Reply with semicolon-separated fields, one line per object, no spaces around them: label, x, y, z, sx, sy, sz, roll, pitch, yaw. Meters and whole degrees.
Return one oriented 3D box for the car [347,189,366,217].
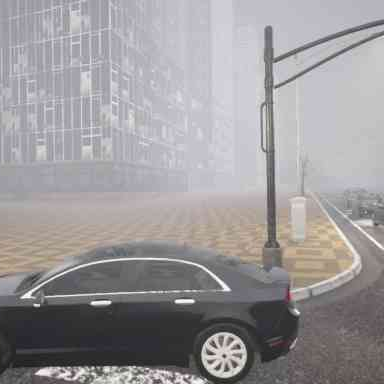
car;11.175;0.759;20.643;1.994;1.385;4.181;-1;2;17

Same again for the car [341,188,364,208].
car;13.188;0.453;26.701;2.128;1.511;4.902;-1;2;18

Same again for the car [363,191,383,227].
car;9.106;0.928;14.355;2.128;1.511;4.902;-1;2;18

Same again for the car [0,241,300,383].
car;-1.014;1.505;4.750;4.892;1.490;1.837;0;0;0
